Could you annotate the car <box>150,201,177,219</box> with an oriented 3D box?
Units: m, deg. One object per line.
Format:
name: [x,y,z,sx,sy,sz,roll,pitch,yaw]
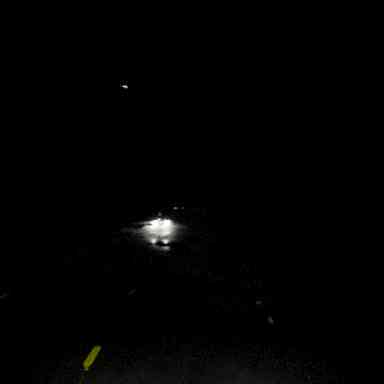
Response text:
car: [-2.843,1.759,31.916,2.128,1.511,4.902,0,-1,0]

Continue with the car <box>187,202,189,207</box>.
car: [0.006,2.496,73.346,1.812,1.442,4.674,0,-2,0]

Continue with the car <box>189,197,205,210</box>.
car: [0.966,1.854,55.198,2.150,2.045,5.566,0,-1,0]

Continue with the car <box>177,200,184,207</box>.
car: [-2.744,2.597,73.692,1.882,1.535,5.008,0,-2,0]
